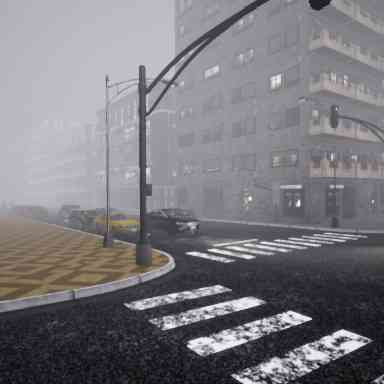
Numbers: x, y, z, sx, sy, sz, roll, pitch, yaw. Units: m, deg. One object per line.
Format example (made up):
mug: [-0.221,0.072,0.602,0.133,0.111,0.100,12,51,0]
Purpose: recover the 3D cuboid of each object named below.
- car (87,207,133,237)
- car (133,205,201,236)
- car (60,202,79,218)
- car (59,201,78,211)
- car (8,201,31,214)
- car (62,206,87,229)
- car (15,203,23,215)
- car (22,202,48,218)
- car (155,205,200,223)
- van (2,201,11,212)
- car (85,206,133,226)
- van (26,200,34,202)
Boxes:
car: [-4.728,1.865,20.805,1.752,1.417,4.829,-2,0,-36]
car: [-1.397,1.775,20.663,2.128,1.511,4.902,-1,-1,-36]
car: [-13.212,2.118,36.764,1.837,1.490,4.892,-1,-1,-36]
car: [-21.515,2.366,57.797,1.967,1.590,4.097,-2,0,-36]
car: [-24.915,2.449,48.278,1.887,1.381,4.507,-2,0,-36]
car: [-8.175,2.002,25.498,1.947,1.339,4.313,-2,0,-36]
car: [-21.566,2.392,43.722,1.802,1.307,4.206,-2,0,-36]
car: [-18.219,2.262,39.166,1.887,1.381,4.507,-2,0,-36]
car: [-1.424,1.915,30.461,2.008,1.369,4.403,-2,0,-36]
van: [-31.618,2.433,57.390,1.690,1.788,3.998,-2,0,-36]
car: [-7.255,1.994,28.635,2.033,1.411,5.357,-1,-1,-37]
van: [-41.607,2.831,85.133,1.690,1.788,3.998,-2,0,-36]
